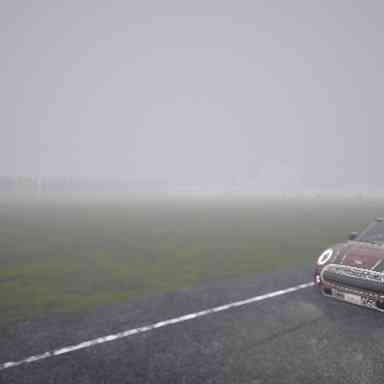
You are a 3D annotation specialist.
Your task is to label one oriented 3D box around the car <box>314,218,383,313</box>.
[{"bbox_3d":[4.762,1.347,7.359,4.553,1.767,2.097,0,0,-35],"label":"car"}]
